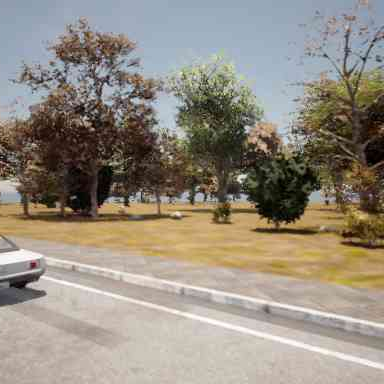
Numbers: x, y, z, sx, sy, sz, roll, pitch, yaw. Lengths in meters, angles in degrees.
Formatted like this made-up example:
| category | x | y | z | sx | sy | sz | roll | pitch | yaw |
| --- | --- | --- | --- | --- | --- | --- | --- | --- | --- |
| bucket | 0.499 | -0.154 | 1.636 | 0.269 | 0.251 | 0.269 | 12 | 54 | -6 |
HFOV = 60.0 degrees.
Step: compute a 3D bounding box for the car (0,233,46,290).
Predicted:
| category | x | y | z | sx | sy | sz | roll | pitch | yaw |
| --- | --- | --- | --- | --- | --- | --- | --- | --- | --- |
| car | -5.629 | 1.602 | 7.922 | 4.718 | 1.301 | 1.895 | 0 | 0 | 35 |
